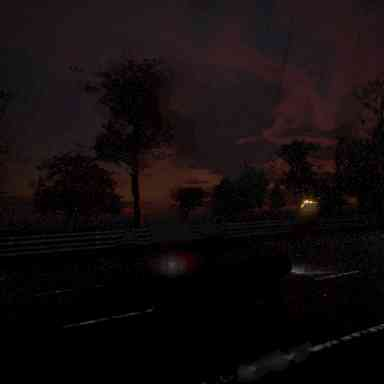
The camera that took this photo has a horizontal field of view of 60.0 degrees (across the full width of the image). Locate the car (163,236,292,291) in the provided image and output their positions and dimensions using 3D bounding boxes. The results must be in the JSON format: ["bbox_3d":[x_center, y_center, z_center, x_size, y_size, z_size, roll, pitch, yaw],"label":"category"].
[{"bbox_3d":[1.168,2.135,10.798,4.181,1.385,1.994,0,-4,-29],"label":"car"}]
